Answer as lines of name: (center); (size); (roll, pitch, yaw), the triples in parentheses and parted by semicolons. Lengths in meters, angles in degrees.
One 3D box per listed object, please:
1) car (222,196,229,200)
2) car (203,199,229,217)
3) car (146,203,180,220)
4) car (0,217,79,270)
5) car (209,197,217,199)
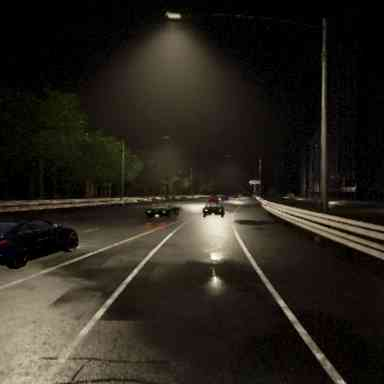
car: (9.519, 1.763, 93.799); (1.882, 1.535, 5.008); (1, 0, 10)
car: (2.181, 1.663, 31.541); (1.895, 1.301, 4.718); (0, 0, 8)
car: (-2.372, 1.614, 28.481); (1.895, 1.301, 4.718); (0, 0, 10)
car: (-5.561, 1.520, 11.065); (1.994, 1.385, 4.181); (1, 0, 10)
car: (4.114, 1.677, 63.868); (1.812, 1.442, 4.674); (1, 0, 10)
